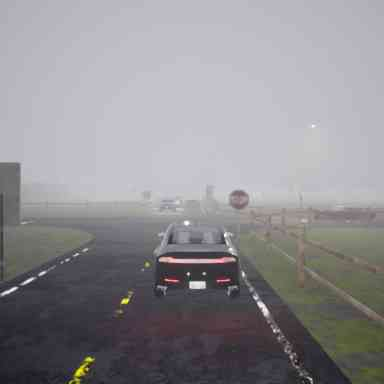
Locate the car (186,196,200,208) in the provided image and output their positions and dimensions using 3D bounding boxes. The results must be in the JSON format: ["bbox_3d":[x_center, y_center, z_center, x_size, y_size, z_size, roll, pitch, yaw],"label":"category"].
[{"bbox_3d":[0.110,1.466,47.447,1.882,1.535,5.008,0,0,0],"label":"car"}]

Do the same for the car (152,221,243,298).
[{"bbox_3d":[0.103,1.490,8.511,2.128,1.511,4.902,0,0,0],"label":"car"}]

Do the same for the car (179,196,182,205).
[{"bbox_3d":[-2.819,1.589,49.128,1.895,1.301,4.718,0,0,0],"label":"car"}]

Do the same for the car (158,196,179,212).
[{"bbox_3d":[-2.795,1.496,38.938,1.837,1.490,4.892,0,0,-1],"label":"car"}]

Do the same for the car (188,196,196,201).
[{"bbox_3d":[0.018,1.572,81.493,1.895,1.301,4.718,0,0,0],"label":"car"}]

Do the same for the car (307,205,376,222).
[{"bbox_3d":[11.534,1.697,26.007,4.718,1.301,1.895,0,0,1],"label":"car"}]
